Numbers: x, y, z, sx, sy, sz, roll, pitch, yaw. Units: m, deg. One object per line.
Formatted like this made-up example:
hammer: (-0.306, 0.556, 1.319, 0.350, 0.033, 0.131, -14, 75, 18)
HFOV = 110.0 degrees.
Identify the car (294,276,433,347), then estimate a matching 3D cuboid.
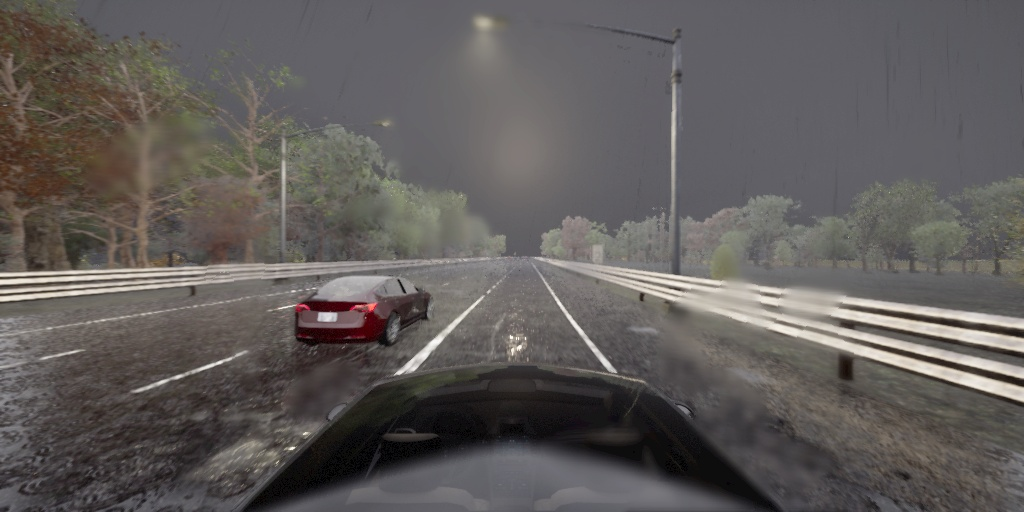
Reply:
car: (-3.504, 1.234, 9.341, 2.163, 1.488, 4.792, 0, 0, 2)
